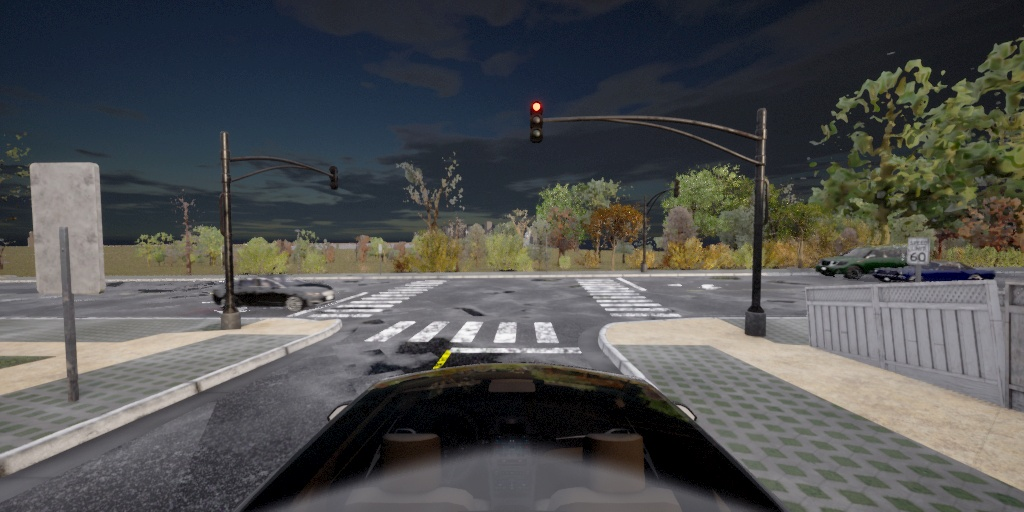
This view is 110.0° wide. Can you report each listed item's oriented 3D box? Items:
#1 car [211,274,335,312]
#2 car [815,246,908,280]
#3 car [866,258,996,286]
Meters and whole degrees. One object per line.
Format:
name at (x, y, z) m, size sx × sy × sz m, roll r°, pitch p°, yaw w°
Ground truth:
car at (-10.360, 1.567, 15.706) m, size 4.902 × 1.511 × 2.128 m, roll -1°, pitch 2°, yaw 4°
car at (23.095, 0.429, 23.173) m, size 5.566 × 2.045 × 2.150 m, roll -1°, pitch 2°, yaw 4°
car at (23.201, 0.945, 19.926) m, size 4.718 × 1.301 × 1.895 m, roll -1°, pitch 2°, yaw 4°
